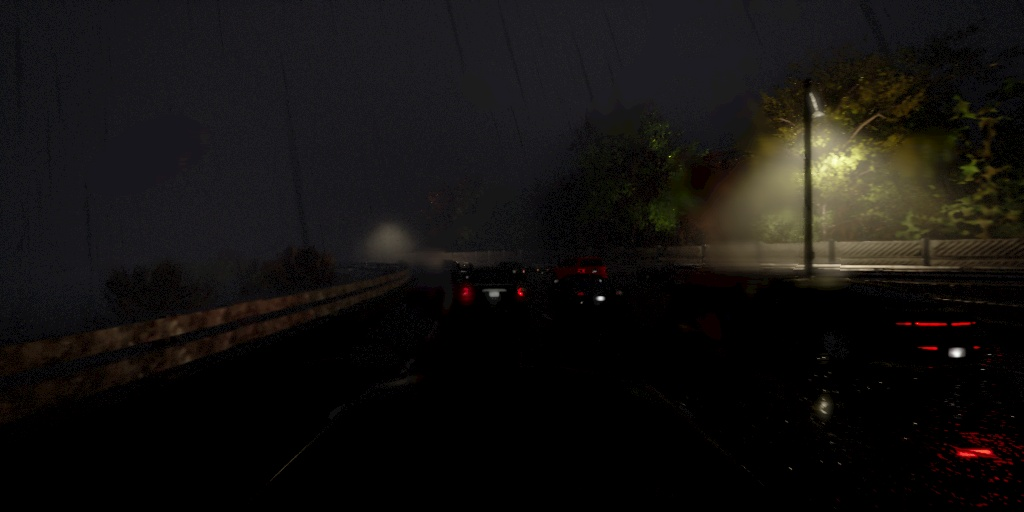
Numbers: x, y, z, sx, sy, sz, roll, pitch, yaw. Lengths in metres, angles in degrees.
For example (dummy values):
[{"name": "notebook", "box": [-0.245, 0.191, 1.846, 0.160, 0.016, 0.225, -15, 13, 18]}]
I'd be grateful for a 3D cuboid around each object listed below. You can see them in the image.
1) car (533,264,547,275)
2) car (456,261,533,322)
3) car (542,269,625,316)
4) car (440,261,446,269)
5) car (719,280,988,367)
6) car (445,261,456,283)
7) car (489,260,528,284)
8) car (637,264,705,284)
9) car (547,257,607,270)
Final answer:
[{"name": "car", "box": [2.025, 1.520, 39.695, 1.895, 1.301, 4.718, 0, 0, -32]}, {"name": "car", "box": [-0.768, 1.162, 12.735, 2.097, 1.767, 4.553, 0, 0, -7]}, {"name": "car", "box": [2.638, 1.365, 13.654, 1.994, 1.385, 4.181, 0, 0, -7]}, {"name": "car", "box": [-10.859, 1.575, 61.839, 1.837, 1.490, 4.892, 0, -1, -33]}, {"name": "car", "box": [6.716, 1.261, 7.947, 1.837, 1.490, 4.892, 0, -1, -3]}, {"name": "car", "box": [-4.019, 1.399, 29.622, 2.128, 1.511, 4.902, 0, 0, -15]}, {"name": "car", "box": [-0.390, 1.246, 29.534, 2.097, 1.767, 4.553, 0, 0, -15]}, {"name": "car", "box": [11.824, 1.325, 27.052, 2.128, 1.511, 4.902, 0, 0, -40]}, {"name": "car", "box": [4.483, 1.074, 24.456, 2.150, 2.045, 5.566, 0, 0, -12]}]
